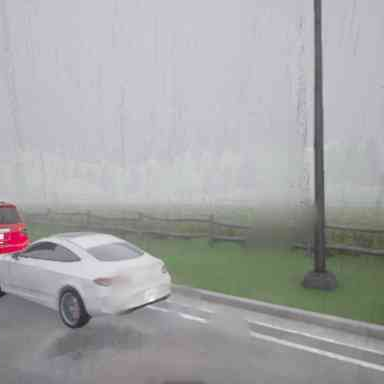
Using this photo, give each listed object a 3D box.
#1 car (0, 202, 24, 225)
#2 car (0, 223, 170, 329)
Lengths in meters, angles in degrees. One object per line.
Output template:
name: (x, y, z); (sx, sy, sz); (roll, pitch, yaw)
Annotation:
car: (-7.425, 1.337, 10.624); (5.566, 2.045, 2.150); (-1, -1, 36)
car: (-2.559, 1.590, 7.060); (4.674, 1.442, 1.812); (-1, -1, 36)
